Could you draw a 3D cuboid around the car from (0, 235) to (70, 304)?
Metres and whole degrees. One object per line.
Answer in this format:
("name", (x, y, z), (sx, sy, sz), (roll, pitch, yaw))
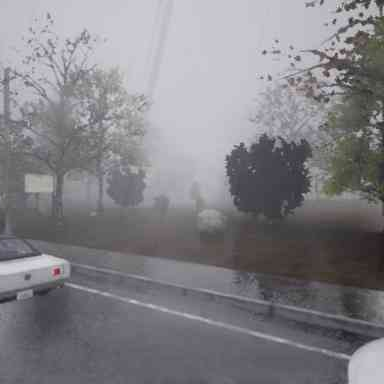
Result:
("car", (-4.924, 1.643, 7.517), (4.718, 1.301, 1.895), (0, 0, 36))

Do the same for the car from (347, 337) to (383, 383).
("car", (3.302, 1.516, 1.649), (4.674, 1.442, 1.812), (0, 0, 35))
